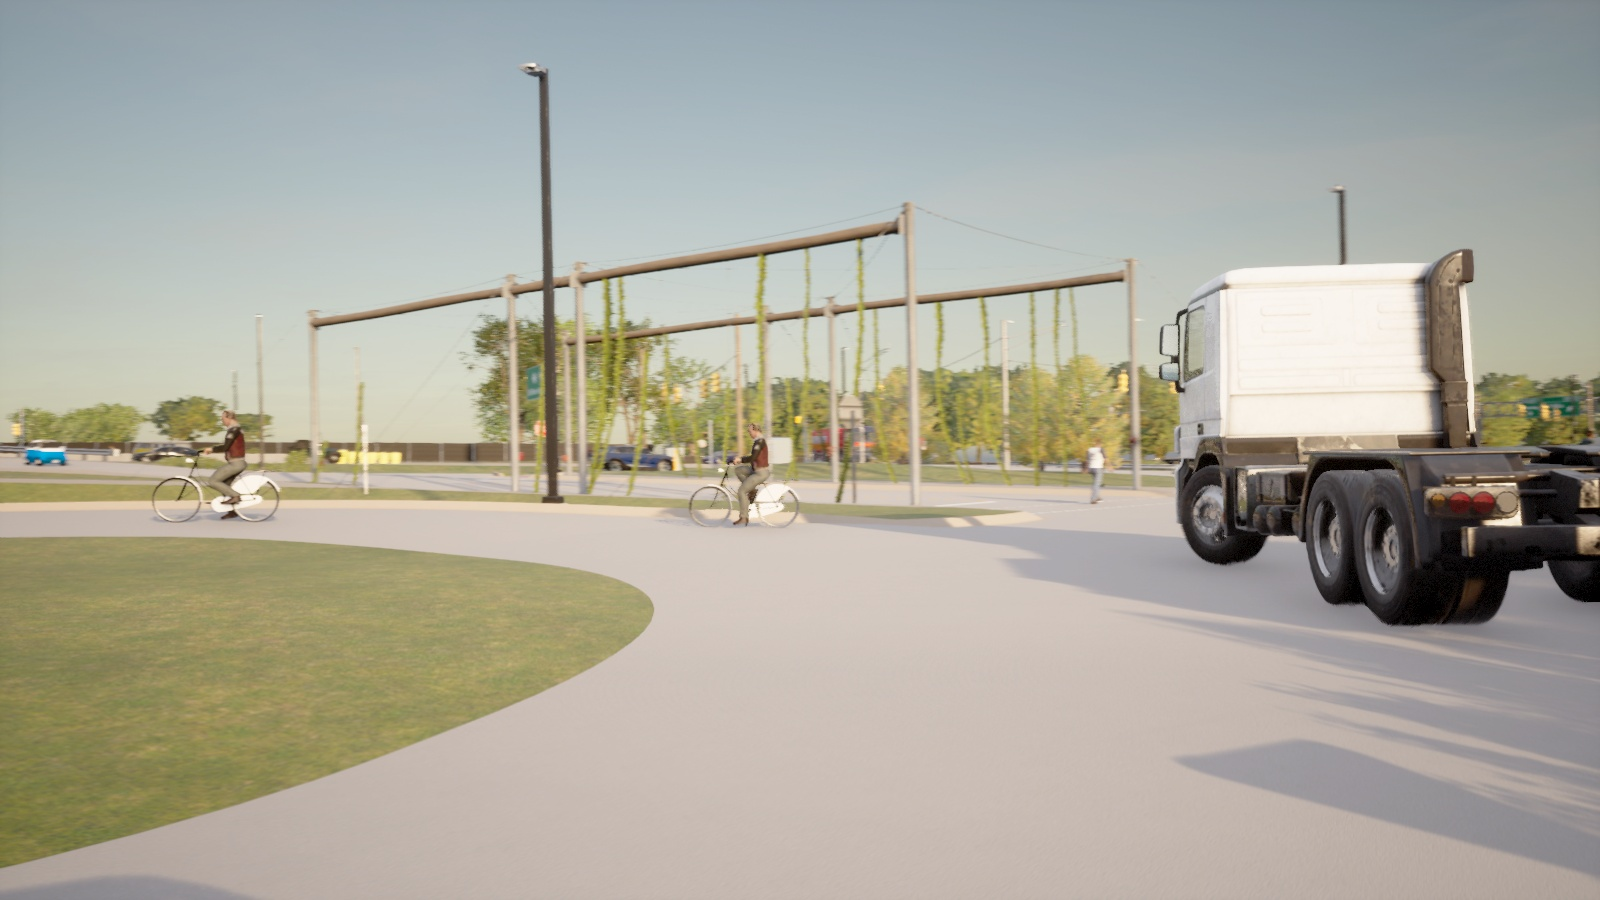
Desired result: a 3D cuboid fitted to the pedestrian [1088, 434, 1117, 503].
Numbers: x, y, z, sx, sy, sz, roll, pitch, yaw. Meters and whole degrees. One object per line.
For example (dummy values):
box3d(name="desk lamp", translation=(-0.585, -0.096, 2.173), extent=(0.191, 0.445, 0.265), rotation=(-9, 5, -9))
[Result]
box3d(name="pedestrian", translation=(8.228, 0.503, 34.188), extent=(0.706, 1.836, 0.354), rotation=(-1, -1, -38))

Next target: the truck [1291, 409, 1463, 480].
box3d(name="truck", translation=(30.067, -0.224, 65.826), extent=(2.891, 3.462, 7.936), rotation=(-1, -1, -29))

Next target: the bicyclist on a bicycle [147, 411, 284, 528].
box3d(name="bicyclist on a bicycle", translation=(-9.106, 0.298, 19.628), extent=(1.843, 1.776, 0.659), rotation=(0, 0, -15))

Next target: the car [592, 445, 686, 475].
box3d(name="car", translation=(-9.028, 0.584, 70.596), extent=(4.856, 1.649, 2.033), rotation=(1, -1, -25))

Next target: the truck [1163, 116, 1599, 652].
box3d(name="truck", translation=(5.896, -0.453, 12.084), extent=(2.891, 3.462, 7.936), rotation=(-1, 0, 4))

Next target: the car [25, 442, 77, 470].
box3d(name="car", translation=(-39.462, 0.304, 66.143), extent=(2.207, 1.376, 1.481), rotation=(1, 1, 31))

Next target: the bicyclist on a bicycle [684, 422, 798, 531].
box3d(name="bicyclist on a bicycle", translation=(-0.975, 0.439, 20.912), extent=(1.843, 1.776, 0.659), rotation=(0, 0, 2))

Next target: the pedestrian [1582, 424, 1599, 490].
box3d(name="pedestrian", translation=(22.783, 0.193, 35.887), extent=(0.614, 1.847, 0.353), rotation=(-1, 0, -16))
